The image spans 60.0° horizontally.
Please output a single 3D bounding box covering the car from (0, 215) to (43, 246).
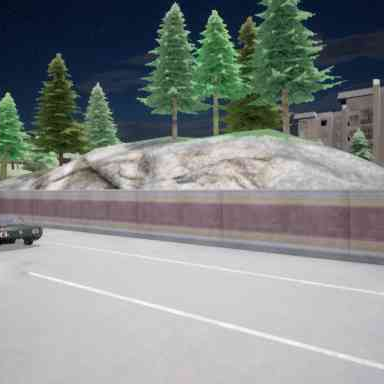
[{"bbox_3d":[-8.494,1.617,14.144,4.718,1.301,1.895,0,0,35],"label":"car"}]
